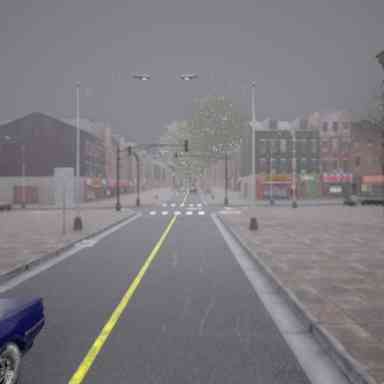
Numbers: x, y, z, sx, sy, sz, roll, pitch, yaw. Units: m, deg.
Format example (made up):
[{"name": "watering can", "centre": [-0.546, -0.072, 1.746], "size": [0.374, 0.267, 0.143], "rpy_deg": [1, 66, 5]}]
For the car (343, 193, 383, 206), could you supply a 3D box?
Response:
[{"name": "car", "centre": [17.330, 0.787, 33.076], "size": [4.313, 1.339, 1.947], "rpy_deg": [-1, 1, 0]}]

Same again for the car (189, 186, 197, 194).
[{"name": "car", "centre": [0.306, -0.411, 77.713], "size": [1.882, 1.535, 5.008], "rpy_deg": [0, 2, 0]}]

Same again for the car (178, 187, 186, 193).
[{"name": "car", "centre": [-2.432, -0.483, 80.869], "size": [1.812, 1.442, 4.674], "rpy_deg": [0, 2, 0]}]

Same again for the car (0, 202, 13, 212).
[{"name": "car", "centre": [-20.252, 1.329, 33.087], "size": [4.507, 1.381, 1.887], "rpy_deg": [-1, 1, 0]}]

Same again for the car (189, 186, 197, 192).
[{"name": "car", "centre": [0.347, -0.859, 88.130], "size": [1.994, 1.385, 4.181], "rpy_deg": [0, 2, 0]}]

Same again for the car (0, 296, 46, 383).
[{"name": "car", "centre": [-2.843, 1.586, 2.102], "size": [1.895, 1.301, 4.718], "rpy_deg": [0, 0, 0]}]
